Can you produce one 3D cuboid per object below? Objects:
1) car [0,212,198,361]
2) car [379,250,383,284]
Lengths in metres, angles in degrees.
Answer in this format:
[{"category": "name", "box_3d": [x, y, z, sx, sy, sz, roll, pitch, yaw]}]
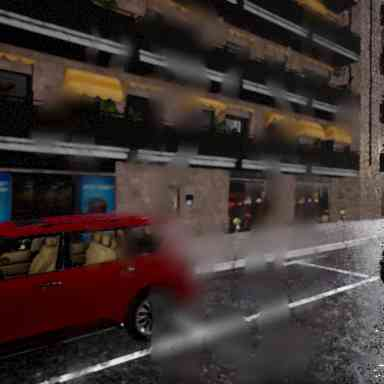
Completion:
[{"category": "car", "box_3d": [-2.210, 1.309, 4.957, 5.009, 1.841, 2.192, 0, 2, -35]}, {"category": "car", "box_3d": [6.400, 1.409, 7.942, 5.008, 1.535, 1.882, -1, 0, -35]}]
